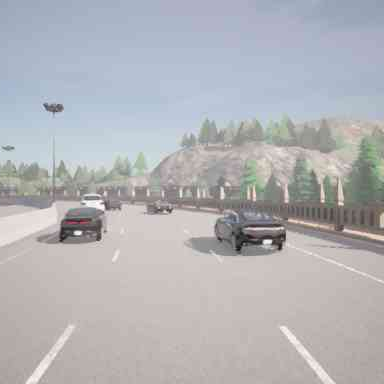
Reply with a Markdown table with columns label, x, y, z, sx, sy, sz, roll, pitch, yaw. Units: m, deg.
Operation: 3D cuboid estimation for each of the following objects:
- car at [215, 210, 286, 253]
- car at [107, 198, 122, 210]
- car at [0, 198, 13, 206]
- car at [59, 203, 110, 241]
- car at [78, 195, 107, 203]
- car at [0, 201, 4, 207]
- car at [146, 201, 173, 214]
| label | x | y | z | sx | sy | sz | roll | pitch | yaw |
| --- | --- | --- | --- | --- | --- | --- | --- | --- | --- |
| car | 2.232 | 1.492 | 13.816 | 2.128 | 1.511 | 4.902 | 0 | 0 | -8 |
| car | -10.314 | 1.556 | 42.454 | 2.128 | 1.511 | 4.902 | 0 | 0 | -25 |
| car | -32.054 | 1.761 | 56.760 | 1.994 | 1.385 | 4.181 | 0 | 0 | -39 |
| car | -5.353 | 1.516 | 16.707 | 1.837 | 1.490 | 4.892 | 0 | 0 | -10 |
| car | -10.229 | 1.273 | 33.553 | 2.150 | 2.045 | 5.566 | 0 | 0 | -21 |
| car | -13.510 | 1.525 | 20.231 | 2.128 | 1.511 | 4.902 | 0 | 0 | -14 |
| car | -3.577 | 1.633 | 35.753 | 1.895 | 1.301 | 4.718 | 0 | 0 | -21 |
